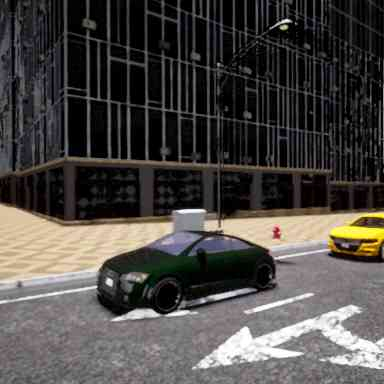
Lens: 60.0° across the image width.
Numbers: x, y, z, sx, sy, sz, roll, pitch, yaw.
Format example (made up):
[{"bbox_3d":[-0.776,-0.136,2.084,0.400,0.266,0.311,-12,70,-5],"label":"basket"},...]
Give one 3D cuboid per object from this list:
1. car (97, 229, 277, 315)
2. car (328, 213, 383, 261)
[{"bbox_3d":[0.011,1.597,7.671,4.181,1.385,1.994,1,0,-35],"label":"car"},{"bbox_3d":[7.287,1.582,12.847,5.008,1.535,1.882,1,0,-35],"label":"car"}]
